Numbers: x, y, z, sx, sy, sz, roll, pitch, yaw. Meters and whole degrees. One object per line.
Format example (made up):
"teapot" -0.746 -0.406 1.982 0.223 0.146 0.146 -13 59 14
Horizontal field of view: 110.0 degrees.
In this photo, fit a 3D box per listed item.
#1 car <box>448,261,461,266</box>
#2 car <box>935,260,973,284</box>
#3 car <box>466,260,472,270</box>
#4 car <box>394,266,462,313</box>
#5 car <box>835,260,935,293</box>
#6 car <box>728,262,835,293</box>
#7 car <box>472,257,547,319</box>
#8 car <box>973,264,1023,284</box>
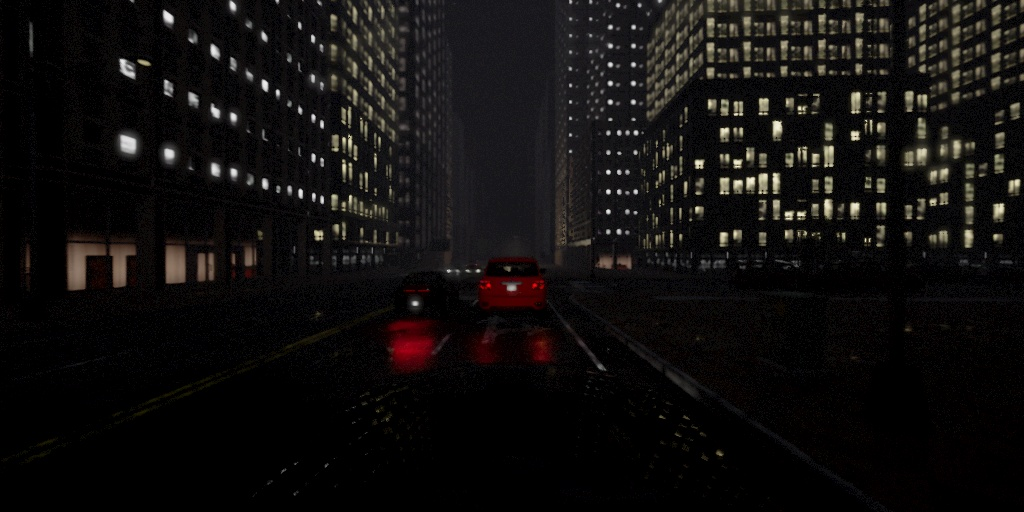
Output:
"car" -9.823 1.656 61.570 1.812 1.442 4.674 0 0 1
"car" 33.047 1.255 28.967 5.009 1.841 2.192 0 0 3
"car" -6.574 1.483 61.654 2.097 1.767 4.553 0 0 1
"car" -3.211 1.330 14.381 1.837 1.490 4.892 0 0 0
"car" 21.535 1.287 21.664 5.009 1.841 2.192 0 0 3
"car" 15.980 1.279 21.859 5.009 1.841 2.192 0 0 3
"car" 0.105 1.041 13.256 2.150 2.045 5.566 0 0 2
"car" 38.598 1.390 28.677 4.097 1.591 1.967 0 0 3
